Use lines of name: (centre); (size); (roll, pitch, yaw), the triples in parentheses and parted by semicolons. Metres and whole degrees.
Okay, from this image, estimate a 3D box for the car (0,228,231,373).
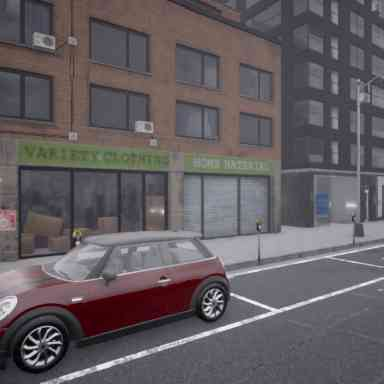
car: (-1.369, 1.440, 5.559); (4.097, 1.590, 1.967); (0, 0, -36)
